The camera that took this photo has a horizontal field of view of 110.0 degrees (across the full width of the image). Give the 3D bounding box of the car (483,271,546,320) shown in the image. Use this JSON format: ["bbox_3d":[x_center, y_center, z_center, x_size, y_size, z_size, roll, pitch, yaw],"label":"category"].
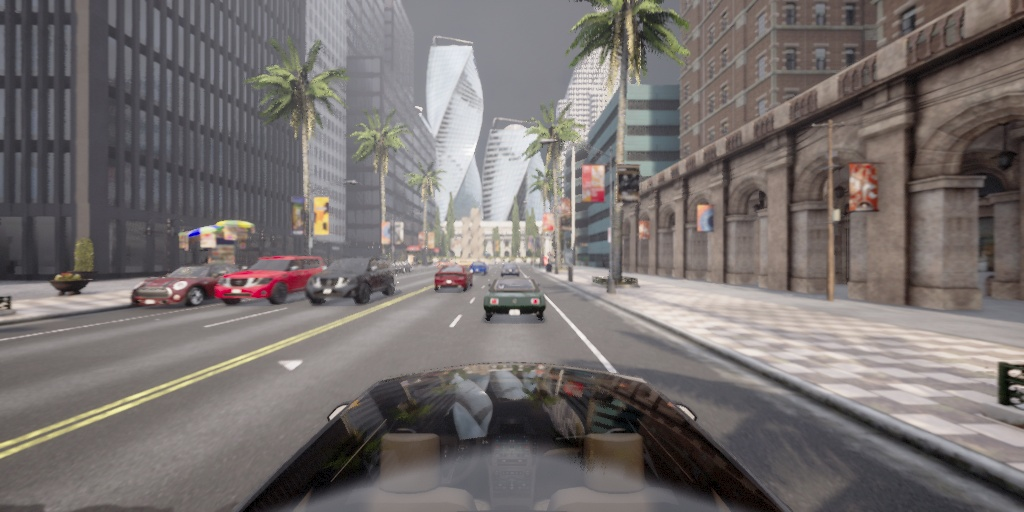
[{"bbox_3d":[0.064,1.384,12.821,1.895,1.301,4.718,0,0,0],"label":"car"}]

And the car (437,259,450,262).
[{"bbox_3d":[-11.159,1.268,58.927,2.097,1.767,4.553,0,0,0],"label":"car"}]

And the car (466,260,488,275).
[{"bbox_3d":[-3.779,1.343,41.063,1.882,1.535,5.008,0,0,-1],"label":"car"}]

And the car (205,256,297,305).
[{"bbox_3d":[-10.665,1.012,16.593,2.150,2.045,5.566,0,0,-1],"label":"car"}]

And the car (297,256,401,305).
[{"bbox_3d":[-7.164,1.013,16.619,2.150,2.045,5.566,0,0,-1],"label":"car"}]

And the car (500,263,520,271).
[{"bbox_3d":[-0.204,1.397,35.218,2.033,1.411,5.357,0,0,-1],"label":"car"}]

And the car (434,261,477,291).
[{"bbox_3d":[-3.544,1.288,22.467,1.882,1.535,5.008,0,0,-1],"label":"car"}]
